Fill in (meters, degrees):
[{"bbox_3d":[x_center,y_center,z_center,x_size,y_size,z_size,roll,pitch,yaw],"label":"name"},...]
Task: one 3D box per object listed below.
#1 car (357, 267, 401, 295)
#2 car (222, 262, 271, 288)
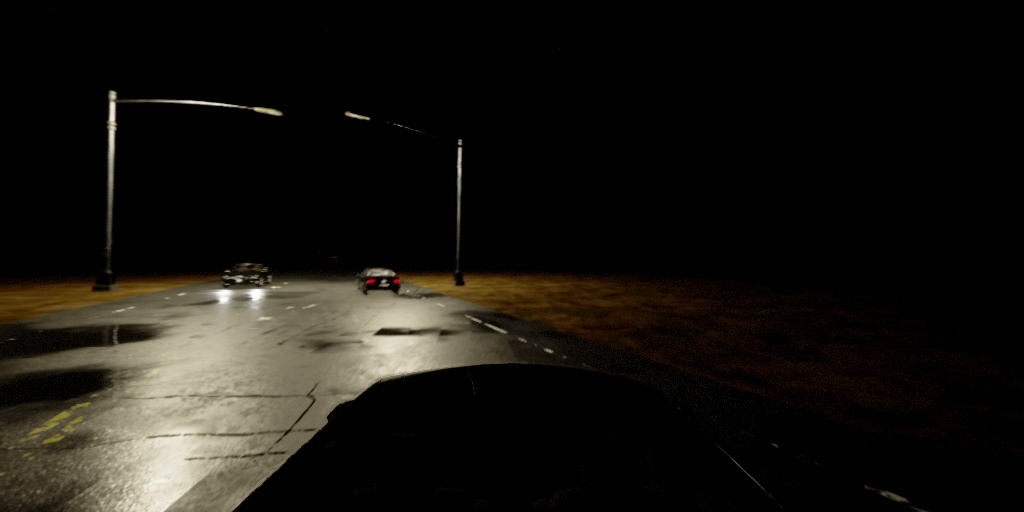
[{"bbox_3d":[-7.586,1.339,20.214,2.033,1.411,5.357,1,-1,-27],"label":"car"},{"bbox_3d":[-16.523,1.164,22.521,1.837,1.490,4.892,1,0,-26],"label":"car"}]
